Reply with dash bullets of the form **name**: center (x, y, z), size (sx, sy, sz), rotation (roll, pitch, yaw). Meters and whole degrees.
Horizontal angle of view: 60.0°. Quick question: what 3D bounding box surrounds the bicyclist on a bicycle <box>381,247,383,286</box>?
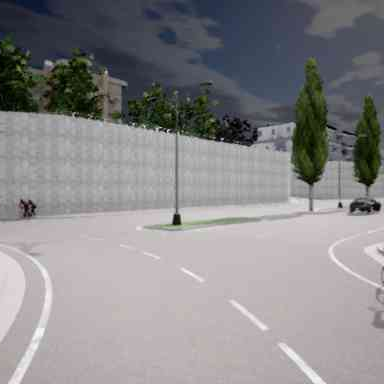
- **bicyclist on a bicycle**: center (4.330, 1.417, 6.659), size (0.582, 1.620, 1.656), rotation (0, 0, -5)

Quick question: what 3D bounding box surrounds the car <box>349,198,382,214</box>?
- **car**: center (17.130, 1.339, 32.748), size (4.892, 1.490, 1.837), rotation (0, 0, -45)

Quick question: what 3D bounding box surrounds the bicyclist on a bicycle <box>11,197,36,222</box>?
- **bicyclist on a bicycle**: center (-13.072, 1.303, 25.855), size (0.582, 1.620, 1.656), rotation (0, 9, 14)

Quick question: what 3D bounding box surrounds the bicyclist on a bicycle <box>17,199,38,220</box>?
- **bicyclist on a bicycle**: center (-12.461, 1.339, 25.732), size (0.582, 1.620, 1.656), rotation (9, 8, 15)
